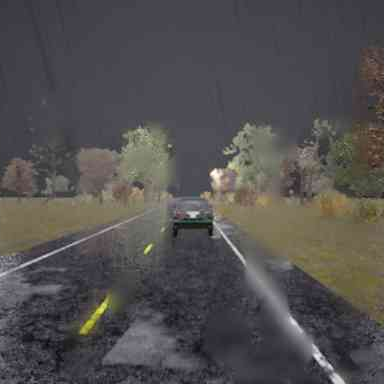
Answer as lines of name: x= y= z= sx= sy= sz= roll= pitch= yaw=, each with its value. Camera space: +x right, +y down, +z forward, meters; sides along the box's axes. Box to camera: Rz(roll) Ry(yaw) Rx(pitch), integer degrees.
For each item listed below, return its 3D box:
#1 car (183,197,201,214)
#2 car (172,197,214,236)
car: x=-0.003 y=1.531 z=39.181 sx=2.097 sy=1.767 sz=4.553 roll=0 pitch=0 yaw=0
car: x=0.049 y=1.307 z=19.309 sx=2.150 sy=2.045 sz=5.566 roll=0 pitch=0 yaw=0
